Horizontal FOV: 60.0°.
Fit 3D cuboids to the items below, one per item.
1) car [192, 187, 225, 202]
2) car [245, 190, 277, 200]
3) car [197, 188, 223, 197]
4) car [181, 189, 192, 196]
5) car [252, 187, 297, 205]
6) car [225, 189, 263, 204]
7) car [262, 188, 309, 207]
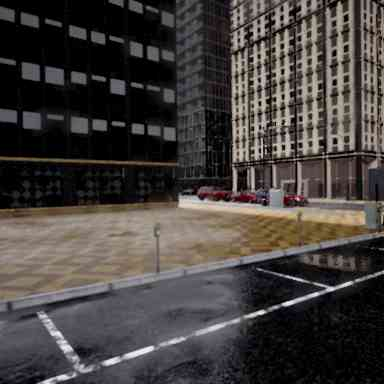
[{"bbox_3d":[2.734,0.269,41.174,2.192,1.841,5.009,0,1,-36],"label":"car"},{"bbox_3d":[9.504,0.375,46.110,1.802,1.307,4.206,0,1,-36],"label":"car"},{"bbox_3d":[2.904,0.101,55.310,1.752,1.417,4.829,0,1,-36],"label":"car"},{"bbox_3d":[-0.248,0.038,59.703,1.947,1.339,4.313,0,1,-36],"label":"car"},{"bbox_3d":[9.019,0.394,36.830,2.097,1.767,4.553,-1,2,-36],"label":"car"},{"bbox_3d":[5.981,0.643,36.649,1.802,1.307,4.206,0,1,-36],"label":"car"},{"bbox_3d":[9.232,0.608,32.118,1.967,1.590,4.097,0,1,-36],"label":"car"}]
